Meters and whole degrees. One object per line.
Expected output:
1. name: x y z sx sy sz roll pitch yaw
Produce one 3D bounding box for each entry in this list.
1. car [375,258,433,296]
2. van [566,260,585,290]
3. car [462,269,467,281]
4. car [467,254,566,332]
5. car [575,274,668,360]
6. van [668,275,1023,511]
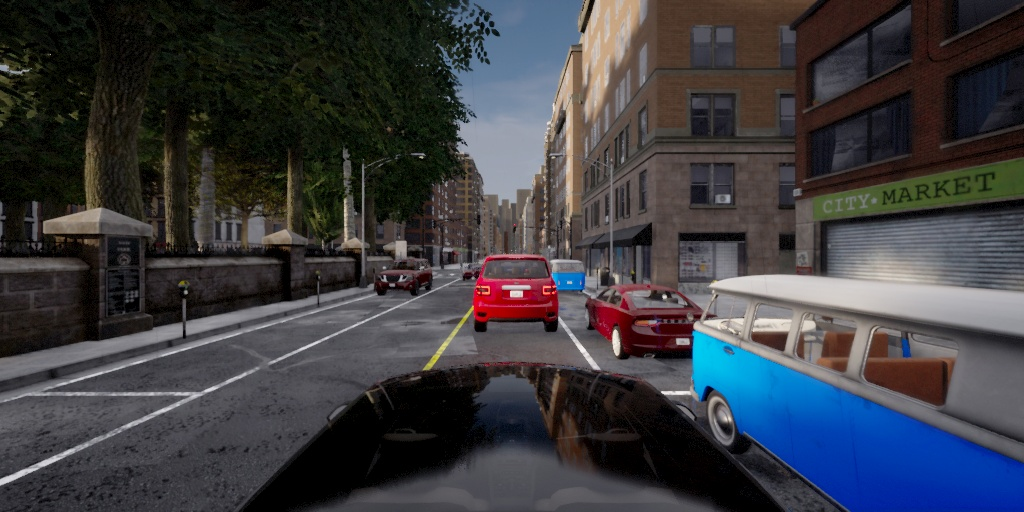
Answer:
1. car: -5.673 1.059 19.492 2.192 1.841 5.009 0 0 0
2. van: 2.851 1.085 19.535 1.690 1.789 3.998 0 0 0
3. car: -3.009 1.389 29.961 1.895 1.301 4.718 0 0 0
4. car: 0.095 0.970 10.972 2.150 2.045 5.566 0 0 0
5. car: 2.855 1.294 8.214 1.888 1.381 4.507 0 0 0
6. van: 2.856 1.091 2.553 1.690 1.789 3.998 0 0 0
